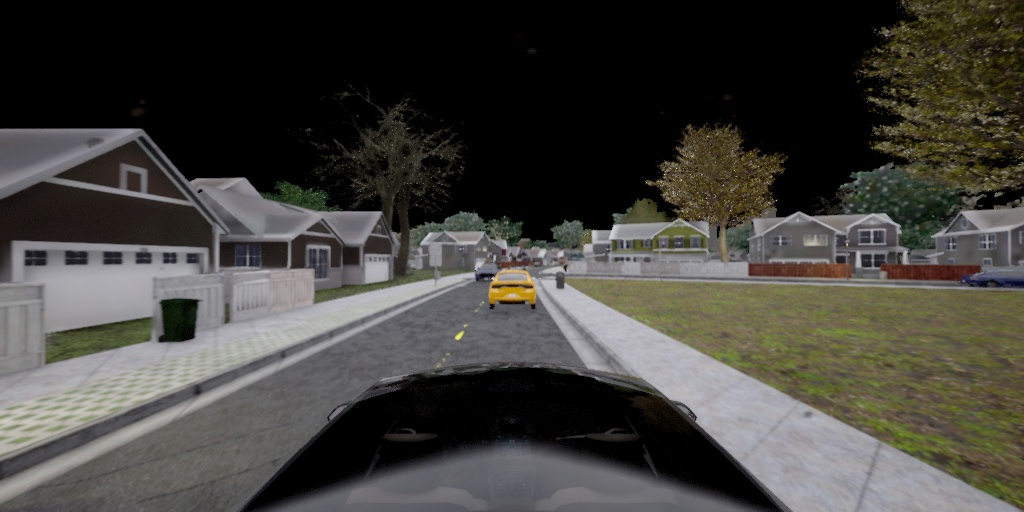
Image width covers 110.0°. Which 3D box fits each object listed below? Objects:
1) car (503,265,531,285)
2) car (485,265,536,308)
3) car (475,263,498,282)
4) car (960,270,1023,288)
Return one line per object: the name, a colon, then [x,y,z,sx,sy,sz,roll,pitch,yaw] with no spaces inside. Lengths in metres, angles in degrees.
car: [0.494,1.534,30.256,2.128,1.511,4.902,0,-1,4]
car: [0.062,1.373,16.114,1.882,1.535,5.008,0,0,1]
car: [-2.118,1.425,33.376,2.097,1.767,4.553,0,0,4]
car: [36.904,1.769,26.620,4.674,1.442,1.812,0,0,27]
